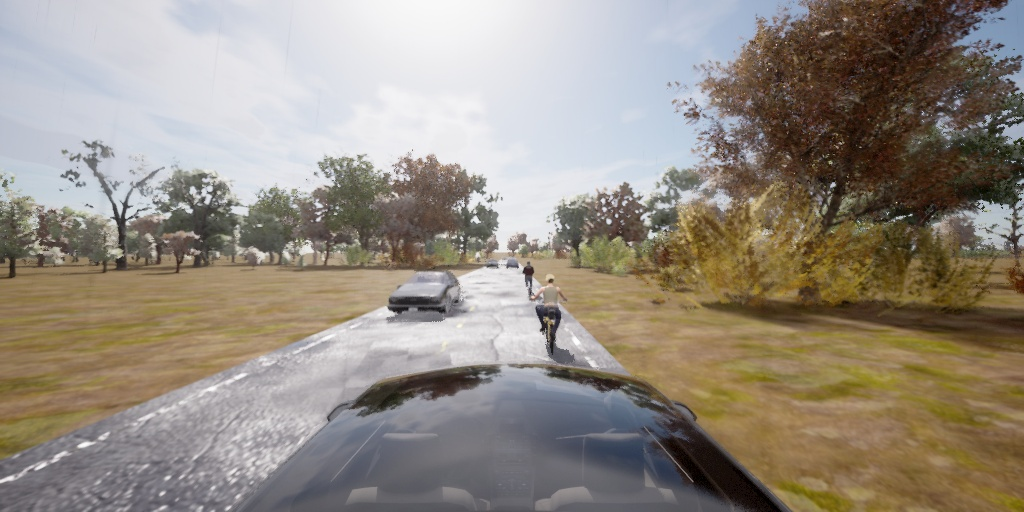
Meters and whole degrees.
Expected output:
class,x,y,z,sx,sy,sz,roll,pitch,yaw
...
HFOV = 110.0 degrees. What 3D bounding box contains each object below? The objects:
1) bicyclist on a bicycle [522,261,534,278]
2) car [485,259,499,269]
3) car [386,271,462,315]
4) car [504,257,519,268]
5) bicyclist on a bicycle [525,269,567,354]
class,x,y,z,sx,sy,sz,roll,pitch,yaw
bicyclist on a bicycle,0.828,1.116,18.018,0.659,1.776,1.843,0,0,0
car,-3.074,1.216,56.339,1.837,1.490,4.892,0,0,0
car,-3.096,1.294,13.898,2.033,1.411,5.357,0,0,0
car,0.103,1.270,60.039,1.994,1.385,4.181,0,0,0
bicyclist on a bicycle,0.808,1.185,7.773,0.866,1.612,1.509,0,0,0
